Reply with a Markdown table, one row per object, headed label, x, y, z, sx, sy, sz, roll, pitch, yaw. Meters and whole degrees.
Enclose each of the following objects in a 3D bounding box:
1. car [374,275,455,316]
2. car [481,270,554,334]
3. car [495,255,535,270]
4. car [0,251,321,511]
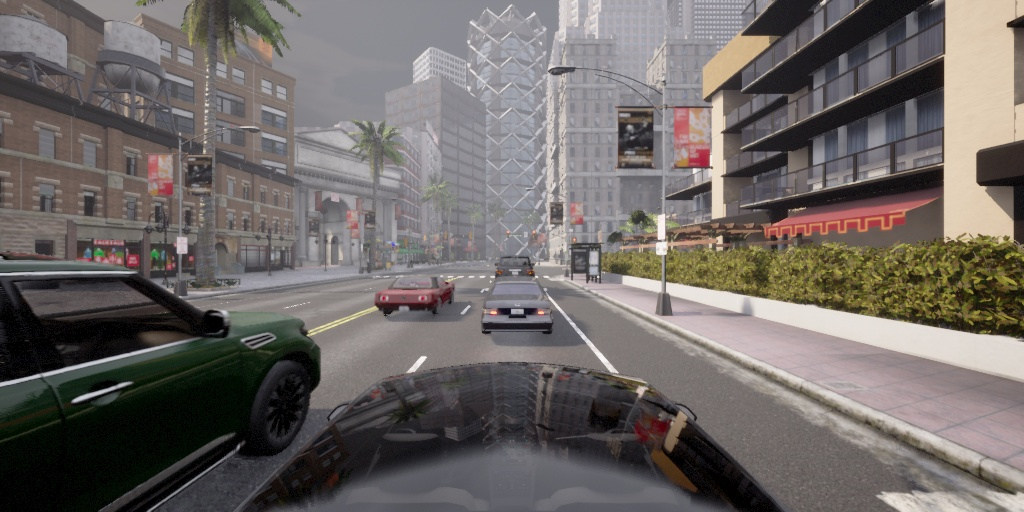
| label | x | y | z | sx | sy | sz | roll | pitch | yaw |
| --- | --- | --- | --- | --- | --- | --- | --- | --- | --- |
| car | -3.357 | 1.351 | 13.414 | 1.895 | 1.301 | 4.718 | 0 | 0 | 0 |
| car | 0.129 | 1.297 | 10.579 | 2.033 | 1.411 | 5.357 | 0 | 0 | 0 |
| car | 0.166 | 0.971 | 20.830 | 2.150 | 2.045 | 5.566 | 0 | 0 | 0 |
| car | -3.345 | 0.974 | 1.912 | 2.150 | 2.045 | 5.566 | 0 | 0 | 0 |
